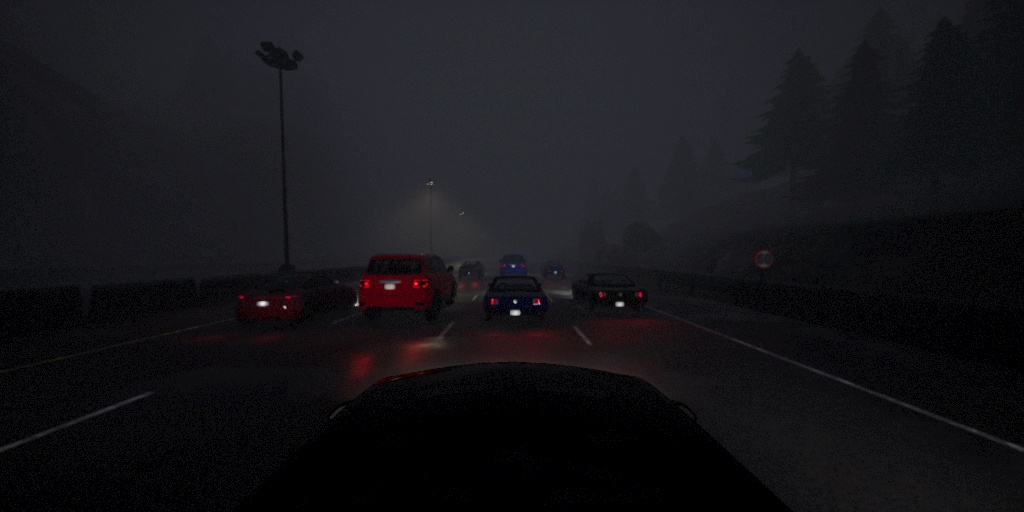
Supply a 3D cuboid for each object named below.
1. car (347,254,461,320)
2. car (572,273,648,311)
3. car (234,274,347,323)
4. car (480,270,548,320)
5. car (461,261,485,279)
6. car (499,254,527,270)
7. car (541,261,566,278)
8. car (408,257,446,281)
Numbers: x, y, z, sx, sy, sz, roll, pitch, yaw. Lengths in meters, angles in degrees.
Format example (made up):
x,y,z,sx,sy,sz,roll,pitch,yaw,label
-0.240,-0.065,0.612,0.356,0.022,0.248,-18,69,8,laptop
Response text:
x,y,z,sx,sy,sz,roll,pitch,yaw,label
-3.399,0.942,12.666,2.150,2.045,5.566,0,0,0,car
3.601,1.317,14.183,1.895,1.301,4.718,0,0,0,car
-6.899,1.286,11.930,1.994,1.385,4.181,0,0,0,car
0.101,1.322,12.411,1.895,1.301,4.718,0,0,0,car
-3.397,1.135,30.759,2.128,1.511,4.902,0,0,0,car
0.103,0.868,30.374,2.150,2.045,5.566,0,0,0,car
3.603,1.160,31.948,1.812,1.442,4.674,0,0,0,car
-6.897,1.004,29.673,2.097,1.767,4.553,0,0,0,car
